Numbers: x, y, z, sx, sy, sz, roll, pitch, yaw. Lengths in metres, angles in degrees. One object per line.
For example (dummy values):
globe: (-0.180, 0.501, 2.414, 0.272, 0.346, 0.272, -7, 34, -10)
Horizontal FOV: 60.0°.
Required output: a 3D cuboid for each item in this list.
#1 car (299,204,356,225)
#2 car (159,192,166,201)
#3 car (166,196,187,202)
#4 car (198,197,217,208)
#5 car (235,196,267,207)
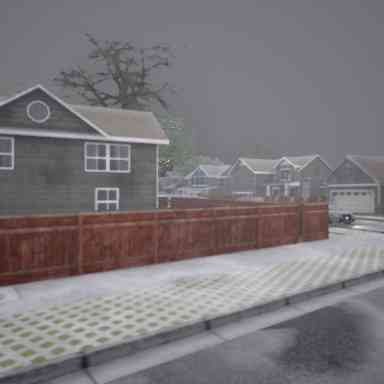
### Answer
car: (9.159, 1.474, 23.150, 1.994, 1.385, 4.181, 0, 0, -23)
car: (-6.645, 0.954, 62.072, 2.150, 2.045, 5.566, 0, 0, -30)
car: (-1.860, 1.373, 53.399, 1.895, 1.301, 4.718, 0, 0, -28)
car: (1.482, 1.345, 40.330, 1.812, 1.442, 4.674, 0, 0, -26)
car: (5.806, 1.219, 30.985, 2.097, 1.767, 4.553, 0, 0, -25)
